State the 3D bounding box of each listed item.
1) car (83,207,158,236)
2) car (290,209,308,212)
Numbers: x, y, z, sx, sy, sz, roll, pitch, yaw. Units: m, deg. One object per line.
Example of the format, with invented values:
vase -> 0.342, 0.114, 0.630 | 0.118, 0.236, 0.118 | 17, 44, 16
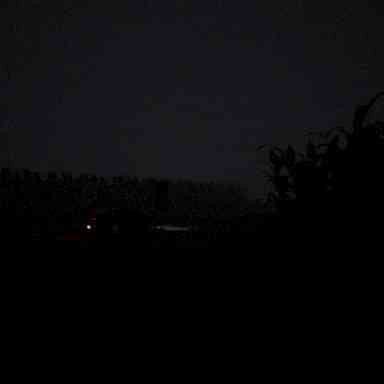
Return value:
car -> -4.087, 1.655, 19.766 | 1.837, 1.490, 4.892 | 0, -1, 37
car -> 14.408, 2.192, 44.524 | 1.895, 1.301, 4.718 | 0, -1, 37
